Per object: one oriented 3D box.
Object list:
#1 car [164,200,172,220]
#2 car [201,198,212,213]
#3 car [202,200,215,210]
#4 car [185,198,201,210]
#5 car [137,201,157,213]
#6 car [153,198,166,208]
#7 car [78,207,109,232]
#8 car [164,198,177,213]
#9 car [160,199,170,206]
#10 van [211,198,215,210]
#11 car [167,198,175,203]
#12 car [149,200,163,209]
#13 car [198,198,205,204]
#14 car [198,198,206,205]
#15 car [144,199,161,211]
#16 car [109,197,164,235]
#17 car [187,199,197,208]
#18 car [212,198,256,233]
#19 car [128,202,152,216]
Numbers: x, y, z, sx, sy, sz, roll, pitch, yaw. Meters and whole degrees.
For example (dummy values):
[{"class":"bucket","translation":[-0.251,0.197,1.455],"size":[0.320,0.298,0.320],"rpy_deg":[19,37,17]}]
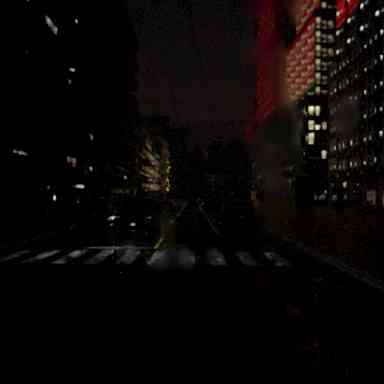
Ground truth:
[{"class":"car","translation":[-3.108,1.730,30.389],"size":[1.837,1.490,4.892],"rpy_deg":[0,-1,0]},{"class":"car","translation":[2.665,1.709,42.816],"size":[2.192,1.841,5.009],"rpy_deg":[0,-1,0]},{"class":"car","translation":[2.656,2.050,53.867],"size":[1.887,1.381,4.507],"rpy_deg":[0,-1,0]},{"class":"car","translation":[0.058,1.975,50.314],"size":[1.812,1.442,4.674],"rpy_deg":[0,-1,0]},{"class":"car","translation":[-5.716,1.872,42.808],"size":[1.887,1.381,4.507],"rpy_deg":[0,-1,0]},{"class":"car","translation":[-5.727,1.935,59.389],"size":[1.967,1.590,4.097],"rpy_deg":[0,-1,0]},{"class":"car","translation":[-5.700,1.664,20.704],"size":[2.008,1.369,4.403],"rpy_deg":[0,-1,0]},{"class":"car","translation":[-3.084,1.864,41.832],"size":[1.812,1.442,4.674],"rpy_deg":[0,0,0]},{"class":"car","translation":[-5.734,2.132,70.271],"size":[1.752,1.417,4.829],"rpy_deg":[0,-1,0]},{"class":"van","translation":[2.676,1.573,26.236],"size":[1.690,1.788,3.998],"rpy_deg":[0,-1,0]},{"class":"car","translation":[-5.750,2.394,92.546],"size":[1.887,1.381,4.507],"rpy_deg":[0,-1,0]},{"class":"car","translation":[-5.724,2.020,53.862],"size":[1.802,1.307,4.206],"rpy_deg":[0,-1,0]},{"class":"car","translation":[2.630,2.357,92.551],"size":[1.967,1.590,4.097],"rpy_deg":[0,-1,0]},{"class":"car","translation":[2.309,2.268,78.969],"size":[1.837,1.490,4.892],"rpy_deg":[0,-1,0]},{"class":"car","translation":[-5.719,1.823,48.336],"size":[1.967,1.590,4.097],"rpy_deg":[0,-1,0]},{"class":"car","translation":[-3.126,1.349,19.994],"size":[2.150,2.045,5.566],"rpy_deg":[0,-1,-1]},{"class":"car","translation":[-0.033,2.054,60.280],"size":[1.837,1.490,4.892],"rpy_deg":[0,-1,0]},{"class":"car","translation":[2.681,1.496,20.711],"size":[2.192,1.841,5.009],"rpy_deg":[0,-1,0]},{"class":"car","translation":[-5.712,1.823,37.282],"size":[2.008,1.369,4.403],"rpy_deg":[0,-1,0]}]
